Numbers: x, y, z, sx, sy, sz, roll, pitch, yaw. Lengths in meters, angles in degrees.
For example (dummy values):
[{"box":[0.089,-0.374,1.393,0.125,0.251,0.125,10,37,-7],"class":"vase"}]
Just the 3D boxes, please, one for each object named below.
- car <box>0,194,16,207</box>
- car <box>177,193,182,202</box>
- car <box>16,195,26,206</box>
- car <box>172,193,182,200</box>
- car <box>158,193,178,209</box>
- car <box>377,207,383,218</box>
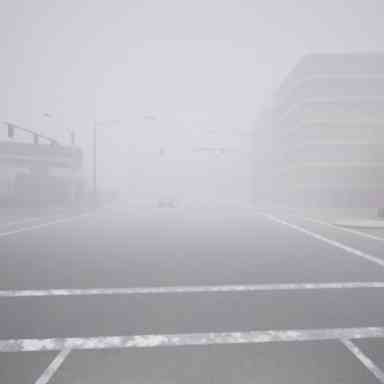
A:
[{"box":[-23.267,1.003,37.913,4.611,1.667,2.242,0,0,1],"class":"car"},{"box":[-3.189,1.068,56.996,1.837,1.490,4.892,0,0,0],"class":"car"},{"box":[-23.976,1.119,43.666,3.806,1.475,1.970,0,0,1],"class":"car"},{"box":[-3.243,0.989,72.747,1.994,1.385,4.181,0,0,0],"class":"car"},{"box":[-3.082,1.234,40.731,2.033,1.411,5.357,0,0,-1],"class":"car"},{"box":[16.290,1.312,24.447,4.892,1.490,1.837,-1,0,1],"class":"car"}]
